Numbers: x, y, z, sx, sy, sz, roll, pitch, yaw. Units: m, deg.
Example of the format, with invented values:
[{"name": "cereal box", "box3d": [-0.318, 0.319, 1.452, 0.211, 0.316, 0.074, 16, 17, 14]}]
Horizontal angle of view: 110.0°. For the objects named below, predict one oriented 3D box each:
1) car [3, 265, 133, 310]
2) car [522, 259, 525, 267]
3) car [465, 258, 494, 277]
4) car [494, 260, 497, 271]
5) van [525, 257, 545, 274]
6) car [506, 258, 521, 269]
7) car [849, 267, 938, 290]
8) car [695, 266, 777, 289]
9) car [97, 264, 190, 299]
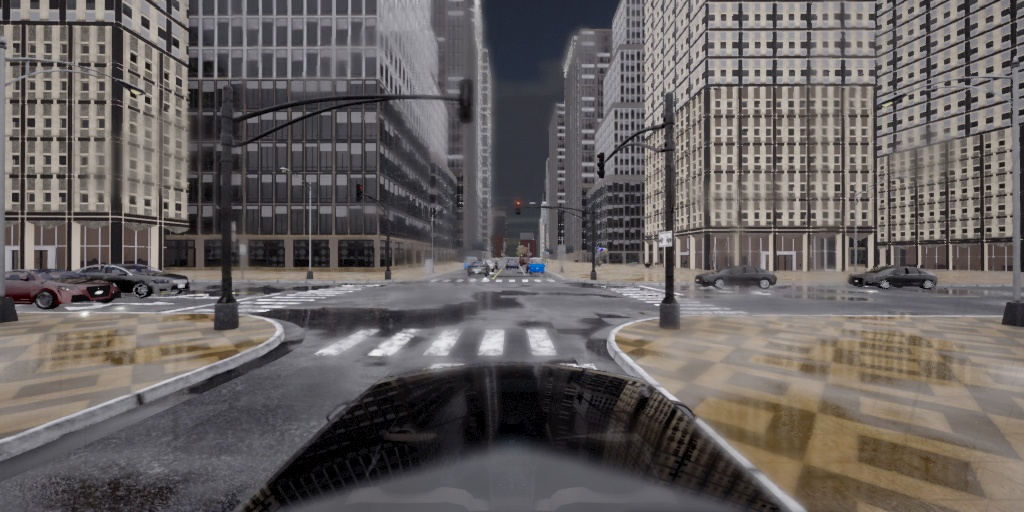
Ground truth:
[{"name": "car", "box3d": [-17.424, 1.169, 13.362, 4.181, 1.385, 1.994, 0, 0, -1]}, {"name": "car", "box3d": [2.618, 1.295, 45.327, 1.888, 1.381, 4.507, 0, 0, 0]}, {"name": "car", "box3d": [-3.231, 1.241, 35.622, 2.128, 1.511, 4.902, 0, 0, 0]}, {"name": "car", "box3d": [-3.191, 1.275, 45.797, 1.812, 1.442, 4.674, 0, 0, 0]}, {"name": "van", "box3d": [2.687, 1.090, 39.789, 1.690, 1.789, 3.998, 0, 0, 0]}, {"name": "car", "box3d": [0.056, 1.312, 58.459, 1.994, 1.385, 4.181, 0, 0, 0]}, {"name": "car", "box3d": [25.658, 1.466, 24.217, 4.892, 1.490, 1.837, 1, 0, -1]}, {"name": "car", "box3d": [14.869, 1.396, 23.953, 4.892, 1.490, 1.837, 0, 0, 1]}, {"name": "car", "box3d": [-17.809, 1.109, 16.606, 4.902, 1.511, 2.128, 0, 0, -1]}]
